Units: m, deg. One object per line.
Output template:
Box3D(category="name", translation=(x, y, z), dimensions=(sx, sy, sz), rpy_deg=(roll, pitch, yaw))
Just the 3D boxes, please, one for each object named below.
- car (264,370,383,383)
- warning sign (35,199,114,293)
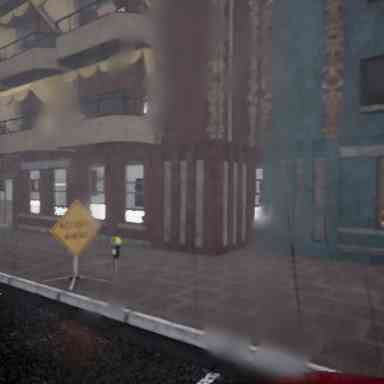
Box3D(category="car", translation=(2.051, 1.583, 1.254), dimensions=(4.206, 1.307, 1.802), rpy_deg=(0, 1, 35))
Box3D(category="warning sign", translation=(-2.634, 1.108, 7.531), dimensions=(1.060, 1.860, 1.300), rpy_deg=(1, 0, 35))
